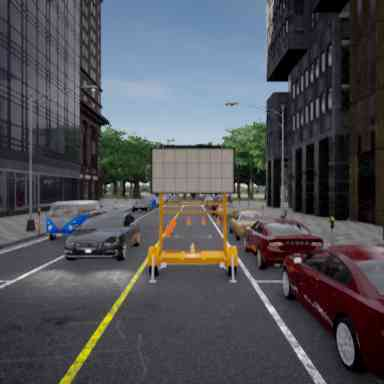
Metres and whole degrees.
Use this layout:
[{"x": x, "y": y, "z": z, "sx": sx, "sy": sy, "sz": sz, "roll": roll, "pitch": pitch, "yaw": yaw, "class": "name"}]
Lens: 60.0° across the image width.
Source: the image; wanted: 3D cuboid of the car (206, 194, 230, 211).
[{"x": 2.851, "y": 1.288, "z": 32.677, "sx": 2.192, "sy": 1.841, "sz": 5.009, "roll": 0, "pitch": 0, "yaw": 0, "class": "car"}]

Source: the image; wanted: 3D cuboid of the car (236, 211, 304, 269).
[{"x": 2.792, "y": 1.535, "z": 10.927, "sx": 1.887, "sy": 1.381, "sz": 4.507, "roll": 0, "pitch": 0, "yaw": 0, "class": "car"}]

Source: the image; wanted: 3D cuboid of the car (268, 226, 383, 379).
[{"x": 2.777, "y": 1.539, "z": 5.490, "sx": 1.887, "sy": 1.381, "sz": 4.507, "roll": 0, "pitch": 0, "yaw": 0, "class": "car"}]

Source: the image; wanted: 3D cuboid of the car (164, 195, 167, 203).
[{"x": -5.614, "y": 1.528, "z": 54.451, "sx": 1.947, "sy": 1.339, "sz": 4.313, "roll": 0, "pitch": 0, "yaw": 0, "class": "car"}]

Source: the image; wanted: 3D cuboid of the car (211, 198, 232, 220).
[{"x": 2.837, "y": 1.502, "z": 27.410, "sx": 1.752, "sy": 1.417, "sz": 4.829, "roll": 0, "pitch": 0, "yaw": 0, "class": "car"}]

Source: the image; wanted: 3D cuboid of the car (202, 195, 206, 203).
[{"x": 2.896, "y": 1.509, "z": 48.990, "sx": 1.887, "sy": 1.381, "sz": 4.507, "roll": 0, "pitch": 0, "yaw": 0, "class": "car"}]

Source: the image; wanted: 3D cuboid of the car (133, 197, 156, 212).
[{"x": -5.659, "y": 1.536, "z": 38.138, "sx": 1.947, "sy": 1.339, "sz": 4.313, "roll": 0, "pitch": 0, "yaw": 0, "class": "car"}]

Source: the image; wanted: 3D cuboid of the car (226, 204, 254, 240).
[{"x": 2.807, "y": 1.511, "z": 16.535, "sx": 1.752, "sy": 1.417, "sz": 4.829, "roll": 0, "pitch": 0, "yaw": 0, "class": "car"}]

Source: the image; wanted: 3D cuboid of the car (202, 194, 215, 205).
[{"x": 2.926, "y": 1.276, "z": 59.865, "sx": 2.192, "sy": 1.841, "sz": 5.009, "roll": 0, "pitch": 0, "yaw": 0, "class": "car"}]

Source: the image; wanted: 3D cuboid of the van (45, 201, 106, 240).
[{"x": -5.719, "y": 1.326, "z": 16.388, "sx": 1.690, "sy": 1.788, "sz": 3.998, "roll": 0, "pitch": 0, "yaw": 0, "class": "van"}]

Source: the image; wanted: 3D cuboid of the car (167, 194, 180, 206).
[{"x": -2.932, "y": 1.510, "z": 54.985, "sx": 2.033, "sy": 1.411, "sz": 5.357, "roll": 0, "pitch": 0, "yaw": 0, "class": "car"}]

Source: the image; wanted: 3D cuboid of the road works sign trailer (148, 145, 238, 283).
[{"x": 0.026, "y": 0.455, "z": 9.639, "sx": 2.380, "sy": 3.560, "sz": 2.880, "roll": 0, "pitch": 0, "yaw": 0, "class": "road works sign trailer"}]

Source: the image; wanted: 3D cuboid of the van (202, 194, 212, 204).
[{"x": 2.941, "y": 1.300, "z": 65.303, "sx": 1.690, "sy": 1.788, "sz": 3.998, "roll": 0, "pitch": 0, "yaw": 0, "class": "van"}]

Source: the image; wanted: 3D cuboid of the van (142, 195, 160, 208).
[{"x": -5.644, "y": 1.308, "z": 43.576, "sx": 1.690, "sy": 1.788, "sz": 3.998, "roll": 0, "pitch": 0, "yaw": 0, "class": "van"}]

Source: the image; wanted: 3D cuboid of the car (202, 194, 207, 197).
[{"x": 2.911, "y": 1.403, "z": 54.427, "sx": 1.967, "sy": 1.590, "sz": 4.097, "roll": 0, "pitch": 0, "yaw": 0, "class": "car"}]

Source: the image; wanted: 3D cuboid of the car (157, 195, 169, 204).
[{"x": -5.584, "y": 1.399, "z": 65.326, "sx": 1.967, "sy": 1.590, "sz": 4.097, "roll": 0, "pitch": 0, "yaw": 0, "class": "car"}]

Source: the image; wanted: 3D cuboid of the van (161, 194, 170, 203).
[{"x": -5.569, "y": 1.299, "z": 70.764, "sx": 1.690, "sy": 1.788, "sz": 3.998, "roll": 0, "pitch": 0, "yaw": 0, "class": "van"}]

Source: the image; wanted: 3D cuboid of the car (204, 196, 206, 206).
[{"x": 2.882, "y": 1.492, "z": 43.722, "sx": 1.752, "sy": 1.417, "sz": 4.829, "roll": 0, "pitch": 0, "yaw": 0, "class": "car"}]

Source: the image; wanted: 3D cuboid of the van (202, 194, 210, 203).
[{"x": 2.956, "y": 1.299, "z": 70.740, "sx": 1.690, "sy": 1.788, "sz": 3.998, "roll": 0, "pitch": 0, "yaw": 0, "class": "van"}]

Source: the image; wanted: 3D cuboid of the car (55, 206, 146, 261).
[{"x": -3.067, "y": 1.494, "z": 12.283, "sx": 1.837, "sy": 1.490, "sz": 4.892, "roll": 0, "pitch": 0, "yaw": 0, "class": "car"}]
